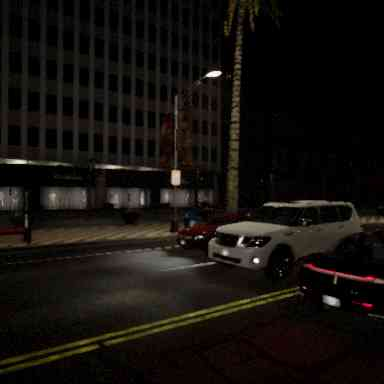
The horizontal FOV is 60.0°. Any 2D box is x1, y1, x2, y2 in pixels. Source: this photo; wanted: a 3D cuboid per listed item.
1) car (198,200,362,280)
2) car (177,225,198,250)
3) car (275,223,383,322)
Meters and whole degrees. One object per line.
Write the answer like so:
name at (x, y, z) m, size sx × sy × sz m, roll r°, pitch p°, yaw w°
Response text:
car at (3.172, 1.298, 10.474) m, size 5.566 × 2.045 × 2.150 m, roll 1°, pitch 0°, yaw -34°
car at (1.604, 1.607, 13.569) m, size 4.674 × 1.442 × 1.812 m, roll 1°, pitch 0°, yaw -34°
car at (4.222, 1.556, 6.750) m, size 4.902 × 1.511 × 2.128 m, roll 1°, pitch 0°, yaw -35°
